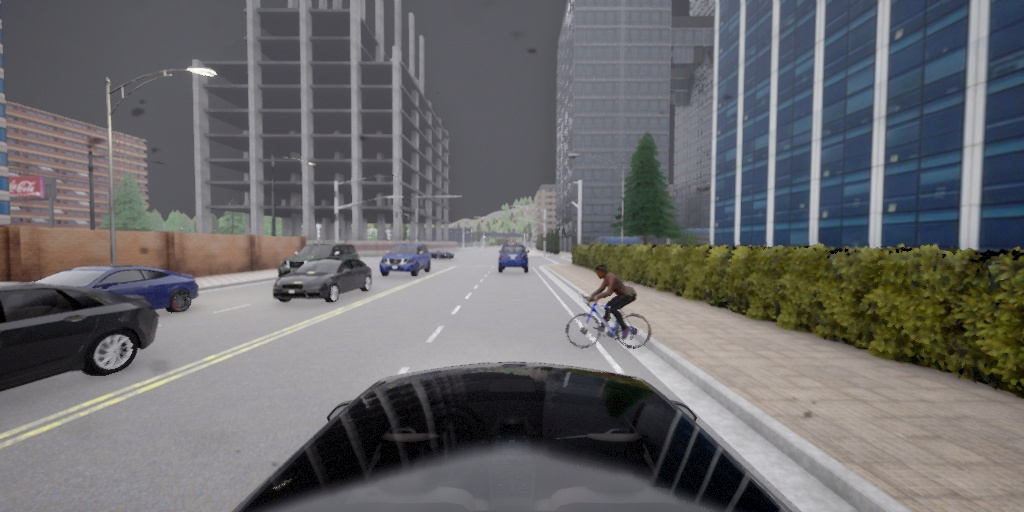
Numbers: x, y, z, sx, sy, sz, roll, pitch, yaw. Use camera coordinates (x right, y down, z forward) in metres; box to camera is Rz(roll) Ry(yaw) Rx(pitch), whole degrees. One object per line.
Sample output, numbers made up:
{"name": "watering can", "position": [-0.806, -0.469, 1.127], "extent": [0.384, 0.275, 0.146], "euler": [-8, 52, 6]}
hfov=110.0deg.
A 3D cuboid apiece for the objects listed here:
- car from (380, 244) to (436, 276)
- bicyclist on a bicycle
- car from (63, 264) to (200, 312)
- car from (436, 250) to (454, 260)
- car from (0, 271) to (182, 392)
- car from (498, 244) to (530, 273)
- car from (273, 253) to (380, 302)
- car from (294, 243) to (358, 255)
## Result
{"name": "car", "position": [-6.935, 0.218, 23.963], "extent": [2.150, 2.045, 5.566], "euler": [0, 2, 0]}
{"name": "bicyclist on a bicycle", "position": [1.874, 0.989, 6.913], "extent": [1.656, 1.620, 0.582], "euler": [1, 2, 0]}
{"name": "car", "position": [-10.574, 0.973, 9.188], "extent": [1.812, 1.442, 4.674], "euler": [0, 2, 0]}
{"name": "car", "position": [-9.617, -0.164, 45.815], "extent": [4.718, 1.301, 1.895], "euler": [2, 2, 38]}
{"name": "car", "position": [-7.103, 1.137, 4.198], "extent": [1.837, 1.490, 4.892], "euler": [0, 2, 0]}
{"name": "car", "position": [0.152, 0.127, 27.155], "extent": [2.150, 2.045, 5.566], "euler": [0, 2, 2]}
{"name": "car", "position": [-7.057, 0.813, 13.926], "extent": [1.837, 1.490, 4.892], "euler": [0, 2, 0]}
{"name": "car", "position": [-10.507, 0.306, 20.121], "extent": [2.150, 2.045, 5.566], "euler": [0, 2, 0]}
